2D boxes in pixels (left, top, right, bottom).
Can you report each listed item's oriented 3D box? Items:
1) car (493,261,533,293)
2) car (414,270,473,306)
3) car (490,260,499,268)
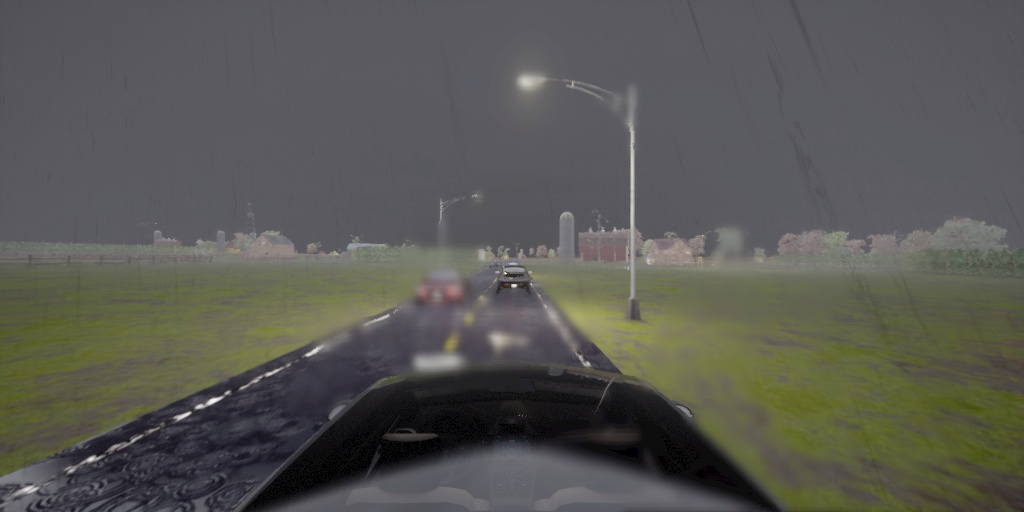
[{"bbox_3d":[0.110,1.254,20.496,1.837,1.490,4.892,0,0,0],"label":"car"},{"bbox_3d":[-2.843,1.313,15.625,1.994,1.385,4.181,0,0,0],"label":"car"},{"bbox_3d":[-2.721,1.364,61.429,1.994,1.385,4.181,0,0,0],"label":"car"}]
